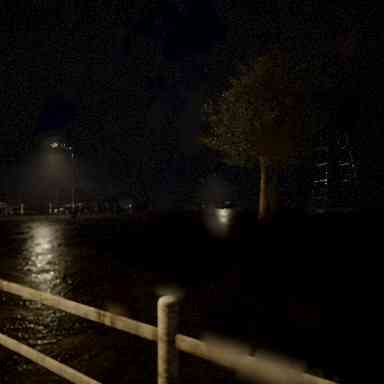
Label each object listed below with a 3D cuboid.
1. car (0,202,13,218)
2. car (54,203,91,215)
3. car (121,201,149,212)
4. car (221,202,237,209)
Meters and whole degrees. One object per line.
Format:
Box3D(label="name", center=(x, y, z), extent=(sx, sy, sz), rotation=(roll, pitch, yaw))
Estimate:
Box3D(label="car", center=(-21.464, 1.877, 34.896), extent=(2.097, 1.767, 4.553), rotation=(-2, -2, 36))
Box3D(label="car", center=(-15.467, 2.185, 43.256), extent=(2.128, 1.511, 4.902), rotation=(-2, -2, 35))
Box3D(label="car", center=(-8.978, 2.236, 52.307), extent=(2.097, 1.767, 4.553), rotation=(-2, -2, 36))
Box3D(label="car", center=(7.794, 2.759, 69.369), extent=(1.994, 1.385, 4.181), rotation=(-2, -2, 36))
